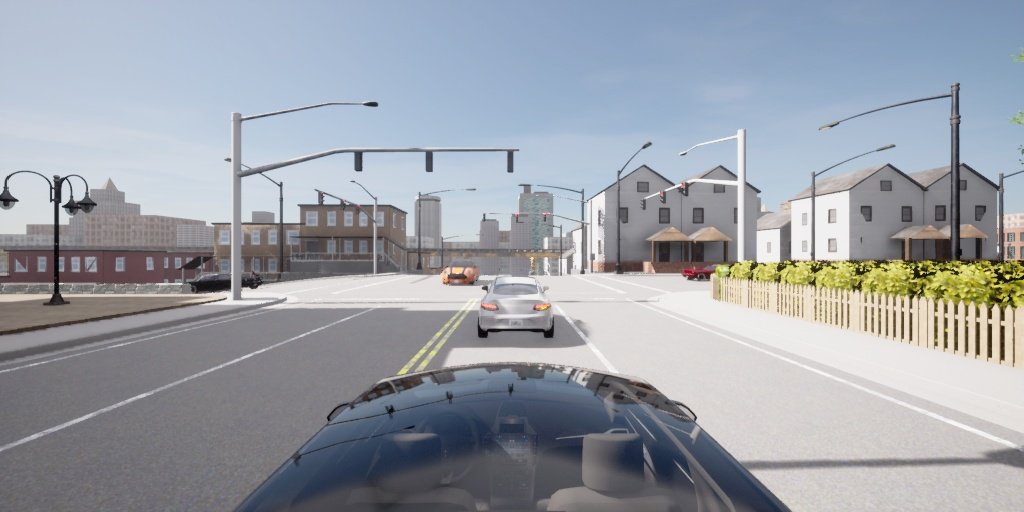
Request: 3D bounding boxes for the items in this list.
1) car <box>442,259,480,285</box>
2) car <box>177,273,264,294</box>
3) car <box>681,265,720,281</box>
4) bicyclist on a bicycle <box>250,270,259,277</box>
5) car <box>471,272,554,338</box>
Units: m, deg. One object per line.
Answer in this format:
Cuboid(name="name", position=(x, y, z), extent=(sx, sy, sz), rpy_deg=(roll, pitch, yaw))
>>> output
Cuboid(name="car", position=(-3.541, 1.052, 25.221), extent=(2.097, 1.767, 4.553), rpy_deg=(0, 0, 0))
Cuboid(name="car", position=(-19.977, 1.845, 24.762), extent=(4.718, 1.301, 1.895), rpy_deg=(-4, 0, -1))
Cuboid(name="car", position=(16.312, 1.351, 28.875), extent=(4.718, 1.301, 1.895), rpy_deg=(0, 0, -1))
Cuboid(name="bicyclist on a bicycle", position=(-25.569, 2.214, 35.648), extent=(0.582, 1.620, 1.656), rpy_deg=(-8, 0, 0))
Cuboid(name="car", position=(0.101, 1.276, 10.071), extent=(1.812, 1.442, 4.674), rpy_deg=(0, 0, 0))
